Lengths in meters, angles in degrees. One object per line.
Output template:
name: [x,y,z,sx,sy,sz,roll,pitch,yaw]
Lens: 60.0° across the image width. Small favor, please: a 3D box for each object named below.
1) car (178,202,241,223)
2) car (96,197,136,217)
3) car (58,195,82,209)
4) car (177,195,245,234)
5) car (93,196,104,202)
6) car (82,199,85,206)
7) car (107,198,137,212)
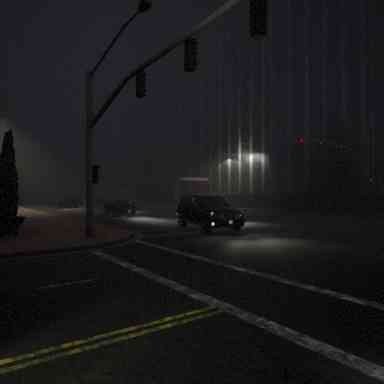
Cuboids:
car: [1.282,1.547,26.661,2.033,1.411,5.357,0,0,-38]
car: [-7.087,1.493,32.119,2.128,1.511,4.902,0,0,-36]
car: [-17.242,1.507,46.144,1.837,1.490,4.892,0,-1,-36]
car: [0.894,1.223,19.791,2.150,2.045,5.566,1,0,-24]
car: [-18.643,1.478,66.247,1.882,1.535,5.008,0,0,-36]
car: [-19.484,1.351,55.295,2.097,1.767,4.553,0,0,-36]
car: [-8.493,1.525,40.009,1.812,1.442,4.674,0,0,-36]
